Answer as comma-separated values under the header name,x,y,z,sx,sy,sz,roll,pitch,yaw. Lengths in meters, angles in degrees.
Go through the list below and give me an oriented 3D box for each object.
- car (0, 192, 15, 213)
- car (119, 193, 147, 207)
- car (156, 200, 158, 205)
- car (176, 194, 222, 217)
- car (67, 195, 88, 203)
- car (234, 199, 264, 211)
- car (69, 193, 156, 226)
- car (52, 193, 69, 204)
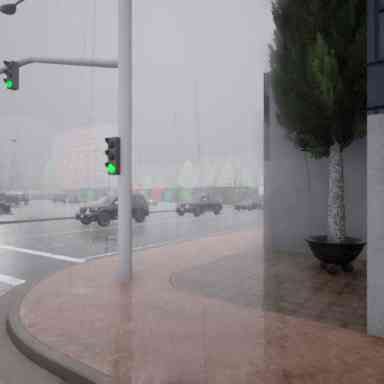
name,x,y,z,sx,sy,sz,roll,pitch,yaw
car,-20.146,1.155,33.658,3.866,1.878,1.905,0,0,35
car,-8.820,1.155,49.684,3.866,1.878,1.905,0,0,35
car,-7.135,1.394,52.039,3.806,1.475,1.970,0,0,35
car,0.798,1.221,32.111,2.150,2.045,5.566,0,0,37
car,-21.392,1.362,62.131,3.905,1.438,1.784,0,0,35
car,7.197,1.547,40.625,2.033,1.411,5.357,0,0,37
car,-5.471,1.221,23.707,2.150,2.045,5.566,0,0,36
car,-23.120,1.151,59.806,4.605,1.855,1.932,0,0,35
